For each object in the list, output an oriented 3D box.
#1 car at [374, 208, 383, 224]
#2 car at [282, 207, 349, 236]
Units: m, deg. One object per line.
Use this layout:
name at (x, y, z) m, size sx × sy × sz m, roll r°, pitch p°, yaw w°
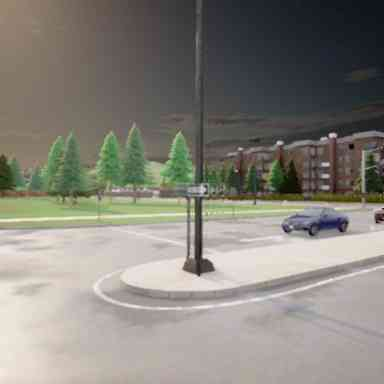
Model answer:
car at (15.548, 1.578, 24.861) m, size 5.008 × 1.535 × 1.882 m, roll 0°, pitch 0°, yaw -35°
car at (7.108, 1.587, 18.867) m, size 4.674 × 1.442 × 1.812 m, roll 0°, pitch 0°, yaw -36°
